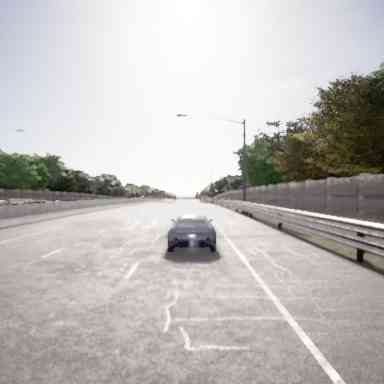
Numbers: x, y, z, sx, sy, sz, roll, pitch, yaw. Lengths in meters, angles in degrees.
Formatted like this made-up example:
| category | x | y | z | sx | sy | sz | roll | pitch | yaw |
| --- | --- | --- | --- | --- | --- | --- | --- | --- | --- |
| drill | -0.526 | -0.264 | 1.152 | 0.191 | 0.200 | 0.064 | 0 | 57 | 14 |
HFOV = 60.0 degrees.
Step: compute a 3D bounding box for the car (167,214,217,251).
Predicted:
| category | x | y | z | sx | sy | sz | roll | pitch | yaw |
| --- | --- | --- | --- | --- | --- | --- | --- | --- | --- |
| car | 0.001 | 1.626 | 14.462 | 1.994 | 1.385 | 4.181 | 0 | 0 | 0 |
